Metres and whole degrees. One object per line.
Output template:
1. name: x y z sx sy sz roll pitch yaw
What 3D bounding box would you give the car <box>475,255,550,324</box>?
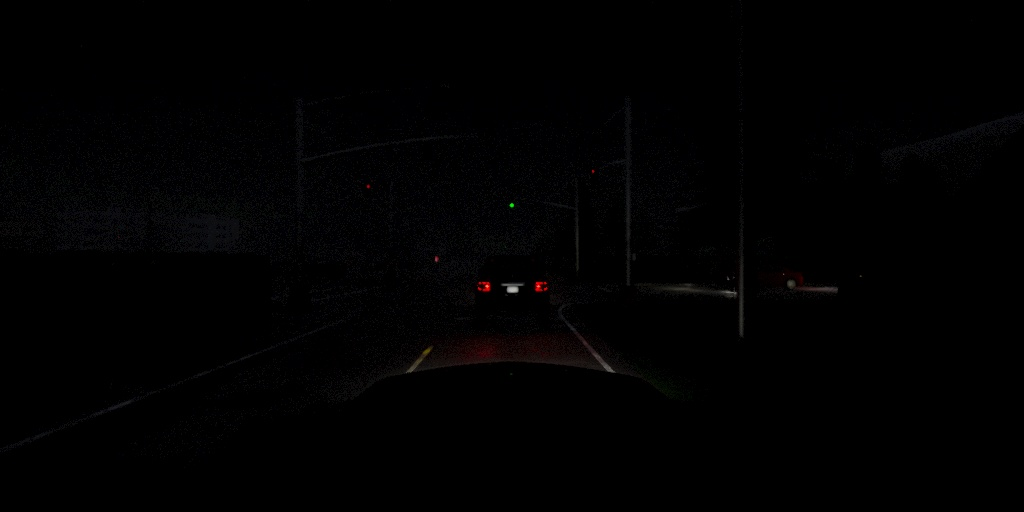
1. car: -0.001 1.008 12.252 2.150 2.045 5.566 0 0 0

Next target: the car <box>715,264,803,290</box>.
1. car: 15.508 1.296 22.681 5.008 1.535 1.882 0 0 -2

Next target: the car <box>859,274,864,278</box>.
1. car: 25.425 1.418 23.505 4.718 1.301 1.895 0 0 -10
